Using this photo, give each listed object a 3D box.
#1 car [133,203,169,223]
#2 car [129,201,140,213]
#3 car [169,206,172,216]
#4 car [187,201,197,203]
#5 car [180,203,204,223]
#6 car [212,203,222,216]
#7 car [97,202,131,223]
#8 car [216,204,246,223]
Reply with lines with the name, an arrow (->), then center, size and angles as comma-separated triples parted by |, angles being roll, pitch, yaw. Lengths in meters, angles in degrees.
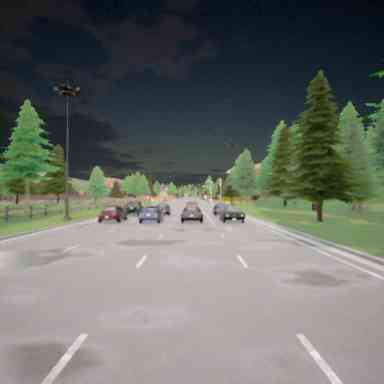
car -> -3.502, 1.941, 29.218 | 2.033, 1.411, 5.357 | 0, -1, 0
car -> -6.994, 1.897, 40.601 | 2.097, 1.767, 4.553 | 0, -1, 0
car -> -3.499, 2.088, 40.142 | 2.033, 1.411, 5.357 | 0, -1, 0
car -> 0.008, 1.900, 40.752 | 2.097, 1.767, 4.553 | 0, -1, 0
car -> -0.002, 1.964, 29.634 | 1.994, 1.385, 4.181 | 0, -1, 0
car -> 3.500, 2.088, 40.131 | 2.033, 1.411, 5.357 | 0, -1, 0
car -> -7.002, 1.925, 29.635 | 1.812, 1.442, 4.674 | 0, -1, 0
car -> 3.498, 2.001, 29.665 | 1.895, 1.301, 4.718 | 0, -1, 0
